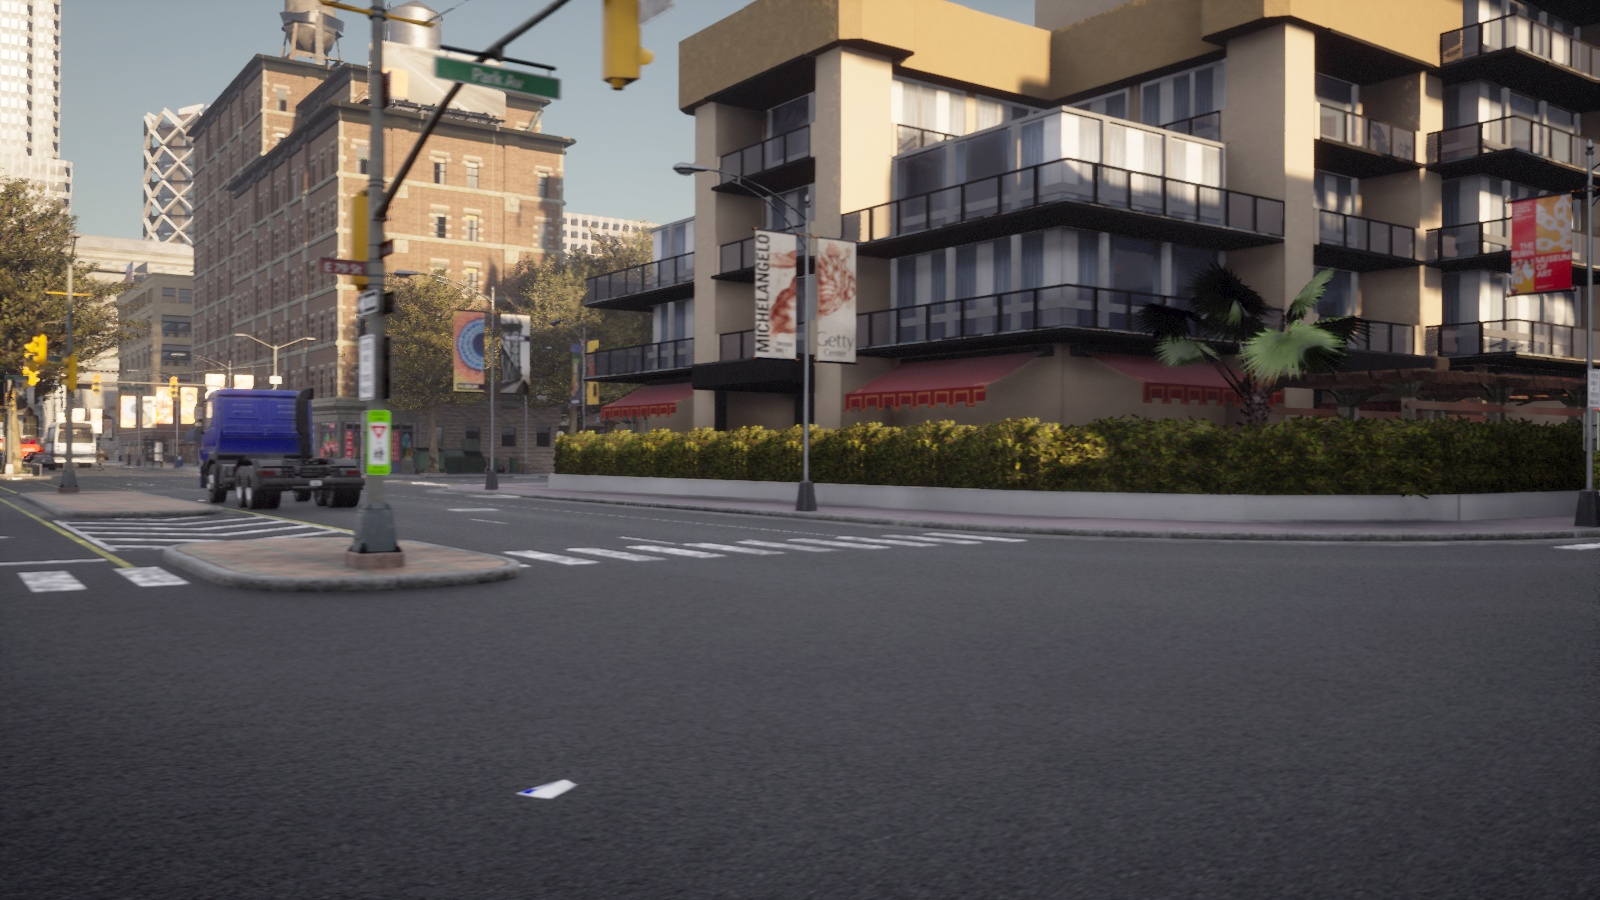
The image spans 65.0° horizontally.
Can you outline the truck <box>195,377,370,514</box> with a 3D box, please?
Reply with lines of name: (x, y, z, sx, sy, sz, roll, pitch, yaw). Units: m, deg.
truck: (-14.873, -0.104, 35.701, 2.891, 3.462, 7.936, 0, 0, -35)
